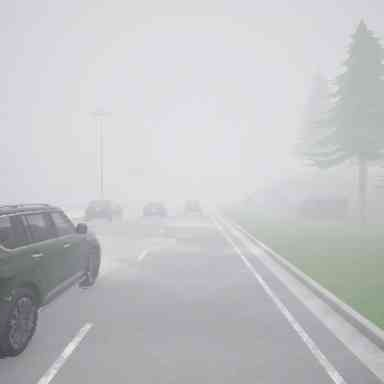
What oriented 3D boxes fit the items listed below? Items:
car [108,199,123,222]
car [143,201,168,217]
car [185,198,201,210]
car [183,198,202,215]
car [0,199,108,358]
[{"bbox_3d":[-6.900,1.352,26.431,2.097,1.767,4.553,0,0,0],"label":"car"},{"bbox_3d":[-3.400,1.564,31.311,1.994,1.385,4.181,0,0,0],"label":"car"},{"bbox_3d":[0.136,1.547,44.427,2.033,1.411,5.357,0,0,1],"label":"car"},{"bbox_3d":[0.095,1.547,34.342,2.033,1.411,5.357,0,0,0],"label":"car"},{"bbox_3d":[-3.400,1.220,6.139,2.150,2.045,5.566,0,0,0],"label":"car"}]
